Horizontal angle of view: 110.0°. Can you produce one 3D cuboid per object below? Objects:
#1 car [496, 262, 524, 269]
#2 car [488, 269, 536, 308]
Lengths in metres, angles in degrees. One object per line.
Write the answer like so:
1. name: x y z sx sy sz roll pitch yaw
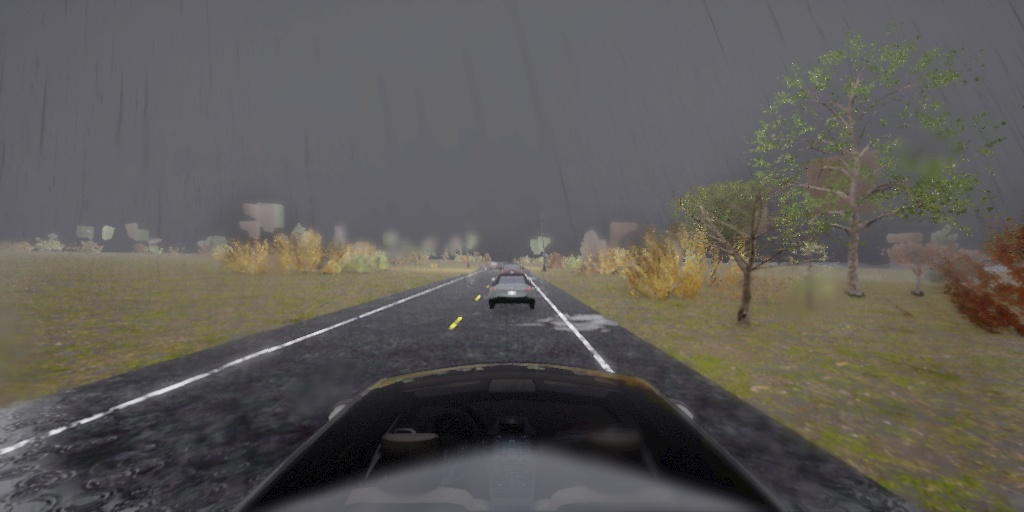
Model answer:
1. car: -0.005 1.383 30.937 2.097 1.767 4.553 0 -1 0
2. car: 0.001 1.453 16.175 1.994 1.385 4.181 0 -1 0
